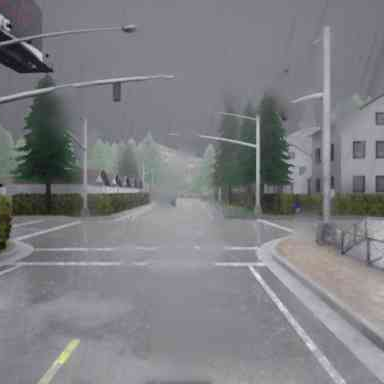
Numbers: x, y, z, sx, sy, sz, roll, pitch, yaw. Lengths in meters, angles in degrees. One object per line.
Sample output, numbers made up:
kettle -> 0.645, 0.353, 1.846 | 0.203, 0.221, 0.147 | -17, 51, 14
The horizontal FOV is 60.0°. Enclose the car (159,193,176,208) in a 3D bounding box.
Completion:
car -> -3.586, 1.207, 49.369 | 2.150, 2.045, 5.566 | 0, 0, 0
